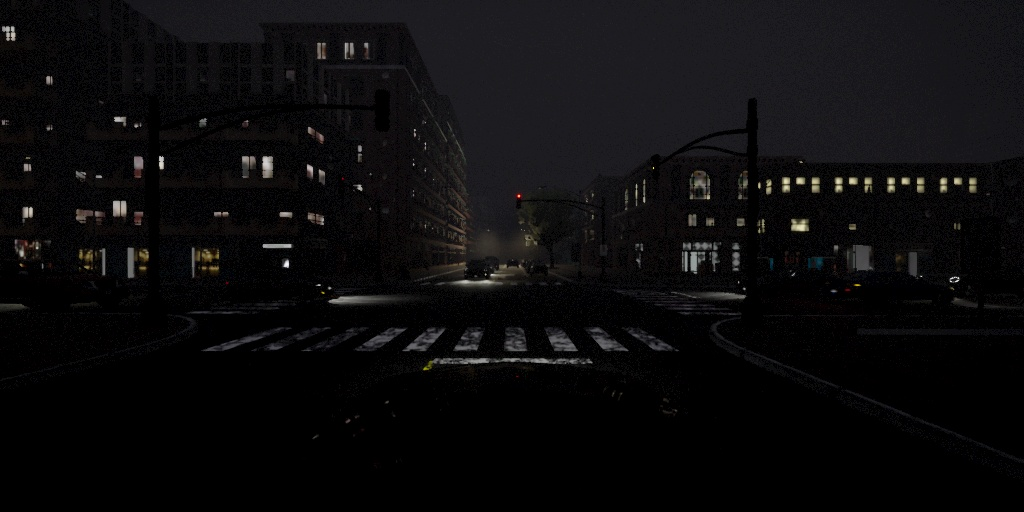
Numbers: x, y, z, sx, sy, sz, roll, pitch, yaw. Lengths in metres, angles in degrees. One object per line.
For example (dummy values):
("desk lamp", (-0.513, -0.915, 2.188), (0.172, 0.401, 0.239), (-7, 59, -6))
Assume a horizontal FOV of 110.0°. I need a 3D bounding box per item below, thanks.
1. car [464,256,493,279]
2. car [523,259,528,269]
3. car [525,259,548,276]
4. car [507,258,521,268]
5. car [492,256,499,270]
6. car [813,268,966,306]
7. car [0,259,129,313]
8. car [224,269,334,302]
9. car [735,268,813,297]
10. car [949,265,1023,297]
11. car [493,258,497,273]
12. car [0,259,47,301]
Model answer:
("car", (-3.056, 1.124, 32.274), (2.097, 1.767, 4.553), (0, 0, -1))
("car", (2.712, 1.228, 42.509), (1.967, 1.591, 4.097), (0, 0, 0))
("car", (2.709, 1.330, 36.812), (2.007, 1.370, 4.403), (0, 0, 0))
("car", (0.132, 1.181, 64.026), (2.097, 1.767, 4.553), (0, 0, 0))
("car", (-3.063, 1.028, 53.204), (2.150, 2.045, 5.566), (0, 0, 1))
("car", (16.569, 1.357, 15.914), (4.674, 1.442, 1.812), (0, 0, 0))
("car", (-17.270, 1.013, 13.103), (5.009, 1.841, 2.192), (0, 0, 0))
("car", (-10.409, 1.292, 16.268), (4.181, 1.385, 1.994), (0, 0, -8))
("car", (15.033, 1.372, 19.105), (5.357, 1.411, 2.033), (0, 0, 0))
("car", (24.533, 1.219, 19.166), (4.553, 1.767, 2.097), (0, 0, 0))
("car", (-3.077, 1.314, 42.572), (1.812, 1.442, 4.674), (0, 0, 0))
("car", (-23.960, 1.029, 15.648), (4.553, 1.767, 2.097), (0, 0, 0))
